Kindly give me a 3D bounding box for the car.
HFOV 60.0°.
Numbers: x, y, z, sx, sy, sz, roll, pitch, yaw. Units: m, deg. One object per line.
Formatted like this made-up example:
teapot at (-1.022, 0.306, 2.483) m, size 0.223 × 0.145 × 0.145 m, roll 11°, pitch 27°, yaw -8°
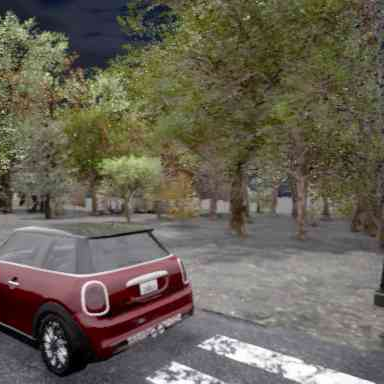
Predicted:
car at (-2.241, 1.303, 5.651) m, size 4.553 × 1.767 × 2.097 m, roll -1°, pitch 0°, yaw 38°
